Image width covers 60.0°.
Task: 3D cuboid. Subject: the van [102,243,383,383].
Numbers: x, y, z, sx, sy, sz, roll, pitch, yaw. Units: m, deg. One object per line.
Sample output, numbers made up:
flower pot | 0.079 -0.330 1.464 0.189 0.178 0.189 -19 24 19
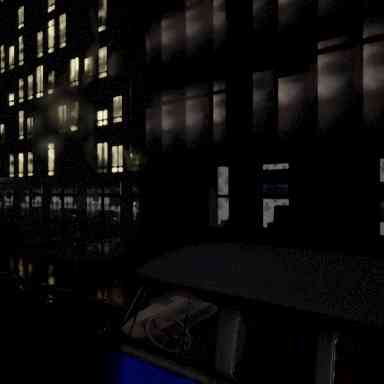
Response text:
van | 1.168 1.341 2.041 3.998 1.788 1.690 0 0 35
